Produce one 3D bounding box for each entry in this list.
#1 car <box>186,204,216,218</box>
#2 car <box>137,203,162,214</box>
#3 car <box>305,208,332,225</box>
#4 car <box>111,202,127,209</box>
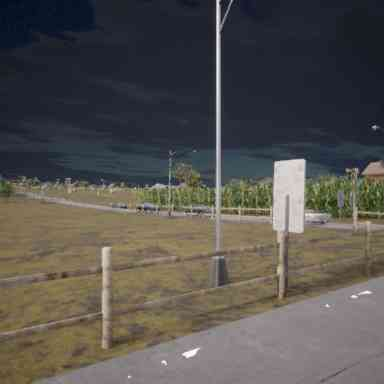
[{"bbox_3d":[1.153,2.130,37.669,1.837,1.490,4.892,3,-3,-35],"label":"car"},{"bbox_3d":[-6.205,2.324,48.042,1.882,1.535,5.008,3,-2,-35],"label":"car"},{"bbox_3d":[8.798,1.949,26.933,1.895,1.301,4.718,3,-3,-35],"label":"car"},{"bbox_3d":[-14.160,2.591,64.238,1.994,1.385,4.181,3,-1,-35],"label":"car"}]
